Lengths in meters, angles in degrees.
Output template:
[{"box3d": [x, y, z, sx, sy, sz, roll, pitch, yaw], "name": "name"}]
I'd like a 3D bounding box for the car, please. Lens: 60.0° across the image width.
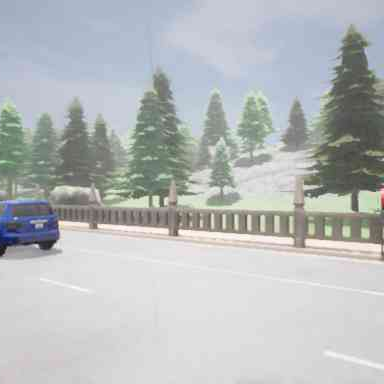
[{"box3d": [-7.751, 1.348, 13.703, 5.566, 2.045, 2.150, 0, 0, 36], "name": "car"}]
